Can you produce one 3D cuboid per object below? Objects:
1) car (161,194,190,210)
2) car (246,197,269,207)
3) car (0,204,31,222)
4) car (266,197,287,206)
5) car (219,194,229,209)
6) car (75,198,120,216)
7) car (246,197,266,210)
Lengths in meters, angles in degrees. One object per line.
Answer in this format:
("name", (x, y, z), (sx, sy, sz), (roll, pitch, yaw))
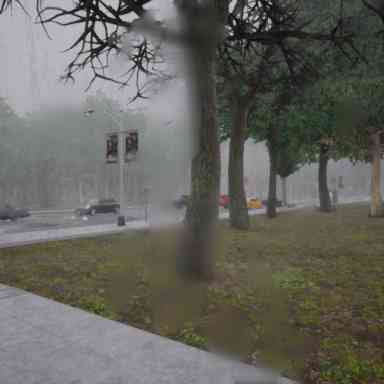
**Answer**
("car", (-1.630, 1.270, 43.446), (2.150, 2.045, 5.566), (0, 0, 36))
("car", (10.920, 1.591, 55.284), (1.837, 1.490, 4.892), (0, 0, 36))
("car", (-14.976, 1.561, 24.776), (2.033, 1.411, 5.357), (0, 0, 35))
("car", (13.633, 1.568, 53.488), (1.882, 1.535, 5.008), (0, 0, 36))
("car", (4.841, 1.288, 46.694), (2.150, 2.045, 5.566), (0, 0, 36))
("car", (-9.235, 1.380, 32.812), (2.097, 1.767, 4.553), (0, 0, 35))
("car", (7.838, 1.549, 45.289), (1.882, 1.535, 5.008), (0, 0, 36))
